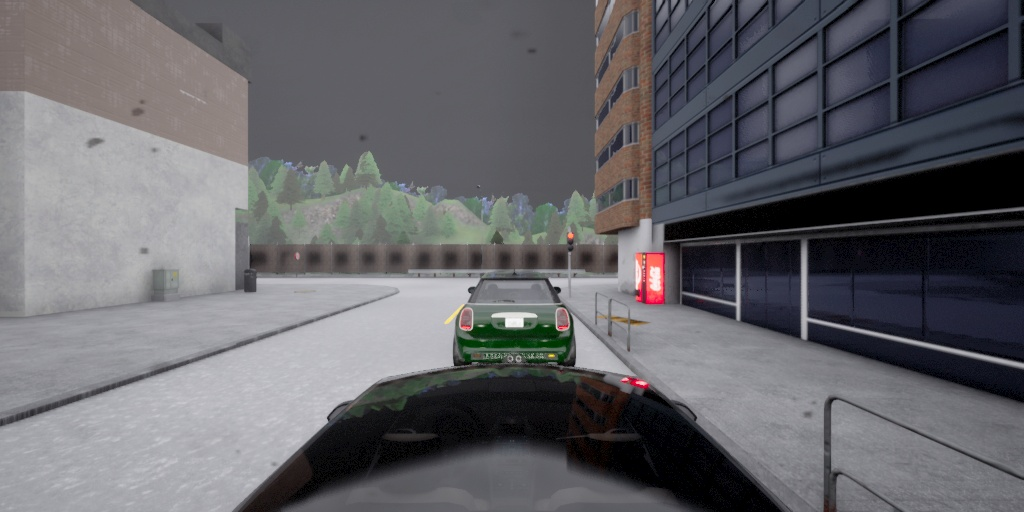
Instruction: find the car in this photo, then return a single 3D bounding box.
[{"bbox_3d":[0.055,1.101,7.939,2.097,1.767,4.553,0,0,0],"label":"car"}]
